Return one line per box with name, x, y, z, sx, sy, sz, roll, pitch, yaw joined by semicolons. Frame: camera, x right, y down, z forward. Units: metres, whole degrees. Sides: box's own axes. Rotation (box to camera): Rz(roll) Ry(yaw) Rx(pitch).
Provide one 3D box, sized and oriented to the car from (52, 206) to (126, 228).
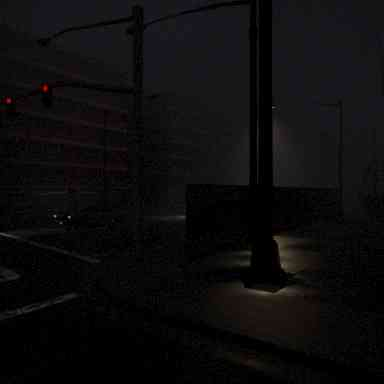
car;-6.774;1.601;22.238;1.895;1.301;4.718;0;0;35
